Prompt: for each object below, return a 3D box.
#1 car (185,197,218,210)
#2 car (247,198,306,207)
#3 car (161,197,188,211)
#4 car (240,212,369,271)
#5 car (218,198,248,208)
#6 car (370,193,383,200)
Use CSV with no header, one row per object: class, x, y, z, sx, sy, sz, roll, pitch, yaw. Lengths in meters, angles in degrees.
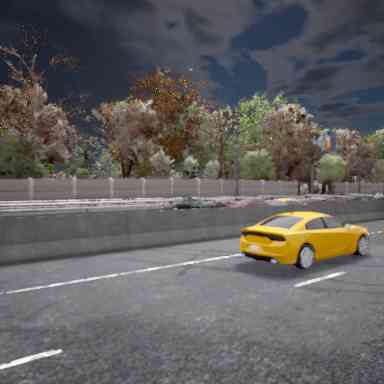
car,2.063,1.407,31.266,4.718,1.301,1.895,-1,0,-35
car,7.027,1.273,26.208,5.008,1.535,1.882,-1,0,-35
car,-0.836,1.321,33.495,4.892,1.490,1.837,-1,0,-35
car,3.779,1.387,10.746,5.008,1.535,1.882,-1,0,-36
car,4.984,1.273,29.050,5.008,1.535,1.882,-1,0,-35
car,32.406,0.957,57.117,4.674,1.442,1.812,-1,0,-35
